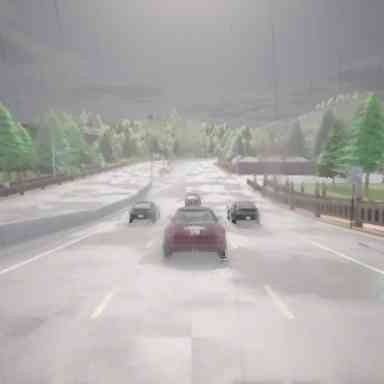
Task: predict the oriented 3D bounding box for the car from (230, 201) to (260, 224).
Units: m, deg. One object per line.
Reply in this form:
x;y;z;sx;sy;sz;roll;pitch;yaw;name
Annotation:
3.599;1.383;23.758;1.837;1.490;4.892;0;1;0;car

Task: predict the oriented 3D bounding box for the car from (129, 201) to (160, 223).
-3.401;1.387;24.369;1.812;1.442;4.674;0;1;0;car

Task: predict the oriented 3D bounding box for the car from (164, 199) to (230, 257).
0.099;1.313;12.887;2.097;1.767;4.553;0;0;0;car

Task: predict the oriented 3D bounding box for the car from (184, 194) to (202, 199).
0.094;0.868;35.332;2.033;1.411;5.357;0;4;0;car
